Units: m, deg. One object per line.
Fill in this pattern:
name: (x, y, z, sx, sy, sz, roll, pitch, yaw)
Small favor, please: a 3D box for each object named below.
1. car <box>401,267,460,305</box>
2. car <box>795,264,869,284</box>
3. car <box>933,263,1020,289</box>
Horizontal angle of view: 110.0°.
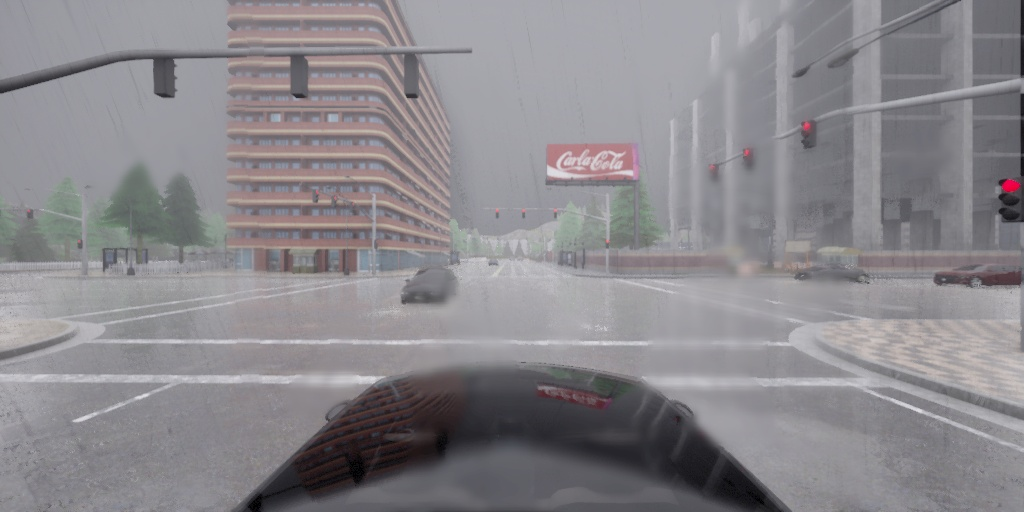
car: (-3.501, 1.313, 16.085, 1.837, 1.490, 4.892, 0, 1, 0)
car: (23.236, 1.297, 26.138, 4.181, 1.385, 1.994, 0, 0, 0)
car: (29.708, 1.213, 22.603, 5.008, 1.535, 1.882, 0, 0, 0)
